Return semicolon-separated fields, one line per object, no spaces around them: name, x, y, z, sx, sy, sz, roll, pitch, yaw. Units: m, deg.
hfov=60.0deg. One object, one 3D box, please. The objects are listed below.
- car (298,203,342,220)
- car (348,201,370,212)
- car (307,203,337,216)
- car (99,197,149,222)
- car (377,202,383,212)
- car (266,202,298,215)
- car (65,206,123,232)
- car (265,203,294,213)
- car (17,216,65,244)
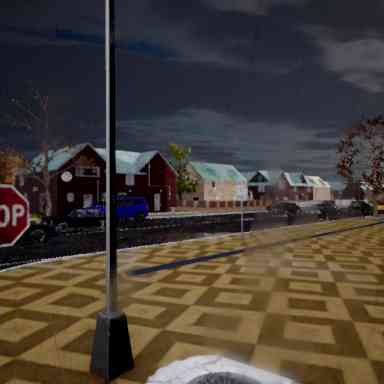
car;12.796;1.941;32.450;2.033;1.411;5.357;-1;-1;43
car;25.571;2.080;50.755;2.097;1.767;4.553;-1;-1;42
car;15.821;2.052;40.397;1.812;1.442;4.674;-1;-2;42
car;-6.070;1.476;26.934;2.150;2.045;5.566;-1;0;43
car;28.413;2.189;49.031;1.882;1.535;5.008;-1;-2;43
car;11.544;2.025;40.846;1.837;1.490;4.892;-1;-2;44
car;-7.089;1.774;21.107;1.895;1.301;4.718;-1;-1;43
car;12.238;2.206;46.275;1.895;1.301;4.718;-1;-1;44
car;-8.668;1.622;14.394;2.033;1.411;5.357;-1;-1;43
